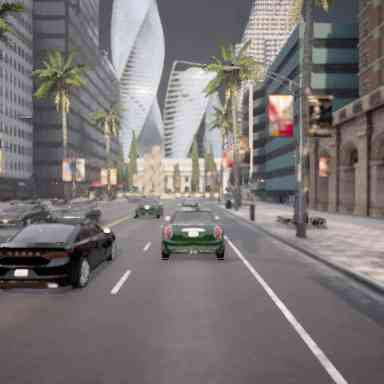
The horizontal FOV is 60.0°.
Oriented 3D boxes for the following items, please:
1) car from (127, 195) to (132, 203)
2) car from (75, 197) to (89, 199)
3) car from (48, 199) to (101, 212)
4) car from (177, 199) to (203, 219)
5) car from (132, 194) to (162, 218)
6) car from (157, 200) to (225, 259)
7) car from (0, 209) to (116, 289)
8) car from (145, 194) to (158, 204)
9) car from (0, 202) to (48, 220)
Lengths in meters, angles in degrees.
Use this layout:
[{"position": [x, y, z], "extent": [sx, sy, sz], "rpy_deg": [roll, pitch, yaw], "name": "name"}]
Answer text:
[{"position": [-11.283, 1.407, 64.311], "extent": [1.837, 1.490, 4.892], "rpy_deg": [0, 0, 0], "name": "car"}, {"position": [-14.058, 1.417, 42.218], "extent": [2.231, 1.521, 4.892], "rpy_deg": [0, 0, -1], "name": "car"}, {"position": [-7.291, 1.458, 21.973], "extent": [2.128, 1.511, 4.902], "rpy_deg": [0, 0, -1], "name": "car"}, {"position": [-0.197, 1.449, 29.604], "extent": [2.128, 1.511, 4.902], "rpy_deg": [0, 0, -1], "name": "car"}, {"position": [-3.695, 1.309, 29.349], "extent": [2.097, 1.767, 4.553], "rpy_deg": [0, 0, -1], "name": "car"}, {"position": [0.020, 1.335, 12.669], "extent": [2.097, 1.767, 4.553], "rpy_deg": [0, 0, -1], "name": "car"}, {"position": [-3.441, 1.463, 9.148], "extent": [1.882, 1.535, 5.008], "rpy_deg": [0, 0, 0], "name": "car"}, {"position": [-7.781, 1.259, 64.111], "extent": [2.097, 1.767, 4.553], "rpy_deg": [0, 0, 0], "name": "car"}, {"position": [-10.786, 1.471, 21.634], "extent": [1.837, 1.490, 4.892], "rpy_deg": [0, 0, -1], "name": "car"}]
